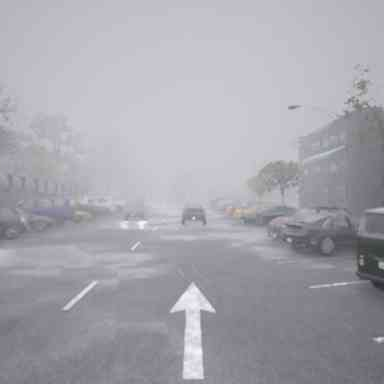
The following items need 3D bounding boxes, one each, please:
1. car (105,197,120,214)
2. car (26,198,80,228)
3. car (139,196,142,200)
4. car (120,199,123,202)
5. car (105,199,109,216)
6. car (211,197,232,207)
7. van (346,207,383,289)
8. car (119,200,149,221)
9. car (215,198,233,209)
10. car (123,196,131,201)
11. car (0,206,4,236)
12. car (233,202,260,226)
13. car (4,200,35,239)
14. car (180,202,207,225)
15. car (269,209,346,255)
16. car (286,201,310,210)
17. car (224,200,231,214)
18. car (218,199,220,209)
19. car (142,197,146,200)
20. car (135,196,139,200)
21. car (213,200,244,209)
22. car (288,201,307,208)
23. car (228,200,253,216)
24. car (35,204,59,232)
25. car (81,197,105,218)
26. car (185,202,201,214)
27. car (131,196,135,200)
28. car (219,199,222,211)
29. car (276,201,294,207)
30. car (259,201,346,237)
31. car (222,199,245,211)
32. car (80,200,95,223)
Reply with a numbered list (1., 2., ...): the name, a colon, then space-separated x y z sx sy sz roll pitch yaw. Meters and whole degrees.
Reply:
1. car: -10.946 1.554 35.294 5.566 2.045 2.435 -1 0 -20
2. car: -10.954 1.447 23.203 5.566 2.045 2.435 -1 0 -20
3. car: -10.869 1.841 53.443 4.553 1.767 2.185 -1 0 -20
4. car: -10.881 1.862 38.334 4.792 1.488 2.163 -1 -1 -20
5. car: -10.902 1.779 32.270 4.892 1.521 2.231 -1 0 -20
6. car: 5.874 1.898 46.116 5.366 1.575 1.946 1 0 -20
7. van: 6.120 1.336 7.768 4.442 1.987 1.878 1 -1 -20
8. car: -5.069 1.784 30.752 1.837 1.490 4.892 0 -1 0
9. car: 6.043 1.879 43.233 4.892 1.521 2.231 1 0 -20
10. car: -10.885 1.608 41.360 5.566 2.045 2.435 -1 -1 -20
11. car: -10.896 1.491 14.147 4.553 1.767 2.185 -1 0 -20
12. car: 6.000 1.749 25.458 4.792 1.488 2.163 1 0 -20
13. car: -10.902 1.518 17.177 4.553 1.767 2.185 -1 0 -20
14. car: 0.127 1.742 26.610 1.837 1.490 4.892 0 -2 0
15. car: 6.013 1.615 13.633 4.892 1.521 2.231 1 -1 -20
16. car: 22.530 2.933 70.759 1.946 1.575 5.366 2 0 -21
17. car: 6.029 1.772 31.388 5.008 1.535 2.097 1 -1 -20
18. car: 6.062 1.882 40.283 4.792 1.488 2.163 1 -1 -20
19. car: -10.901 1.995 56.456 4.892 1.521 2.231 -1 -1 -20
20. car: -10.932 1.815 50.405 4.553 1.767 2.185 -1 -1 -20
21. car: 6.052 2.023 55.061 4.674 1.452 2.002 1 -1 -20
22. car: 28.175 3.317 89.120 2.231 1.521 4.892 2 -1 -21
23. car: 6.196 1.746 28.504 5.366 1.575 1.946 1 -1 -20
24. car: -10.896 1.700 20.199 4.792 1.488 2.163 -1 -1 -20
25. car: -10.889 1.500 29.266 5.566 2.045 2.435 -1 -1 -20
26. car: 0.139 1.982 42.189 1.895 1.301 4.718 0 -1 0
27. car: -10.929 1.788 47.378 4.553 1.767 2.185 -1 -1 -20
28. car: 6.032 1.825 37.318 5.008 1.535 2.097 1 0 -20
29. car: 24.782 3.212 89.093 2.231 1.521 4.892 3 -2 -21
30. car: 6.046 1.515 16.609 4.553 1.767 2.185 1 0 -20
31. car: 6.203 1.799 34.422 5.366 1.575 1.946 1 -1 -20
32. car: -10.747 1.720 26.301 5.366 1.575 1.946 -1 -1 -20
